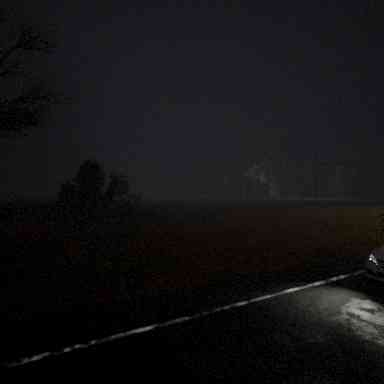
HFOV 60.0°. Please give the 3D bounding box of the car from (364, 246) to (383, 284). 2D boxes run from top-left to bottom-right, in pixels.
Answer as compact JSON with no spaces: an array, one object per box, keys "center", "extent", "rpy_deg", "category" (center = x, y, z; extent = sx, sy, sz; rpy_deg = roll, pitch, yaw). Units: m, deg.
[{"center":[6.301,1.547,8.485],"extent":[4.674,1.442,1.812],"rpy_deg":[0,0,-36],"category":"car"}]
